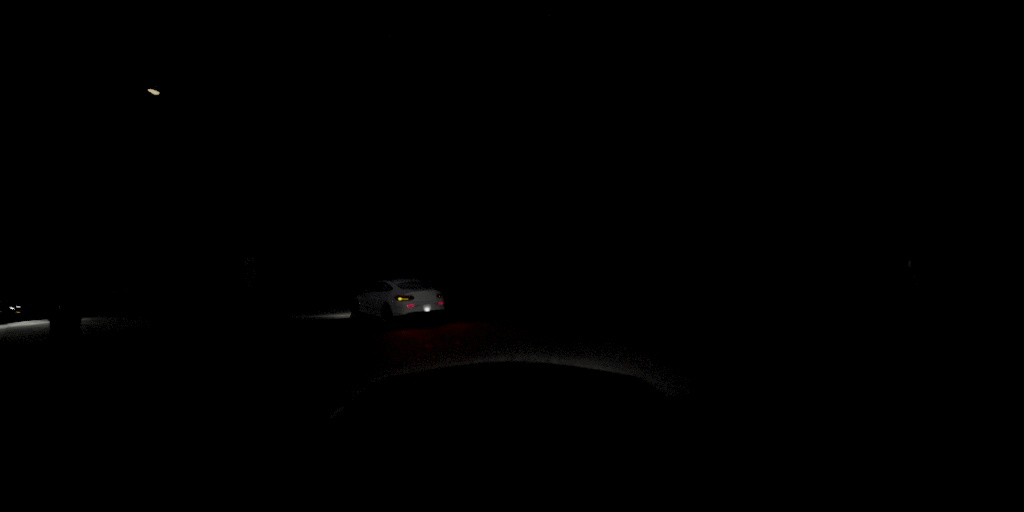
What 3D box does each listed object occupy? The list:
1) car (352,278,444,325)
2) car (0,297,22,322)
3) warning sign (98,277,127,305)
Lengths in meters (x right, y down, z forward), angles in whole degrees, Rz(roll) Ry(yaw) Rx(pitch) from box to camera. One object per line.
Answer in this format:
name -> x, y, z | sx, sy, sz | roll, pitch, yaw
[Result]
car -> -4.127, 1.523, 12.790 | 1.812, 1.442, 4.674 | 1, -4, -41
car -> -24.892, 2.320, 16.260 | 4.892, 1.490, 1.837 | -2, -2, 14
warning sign -> -26.876, 2.314, 24.101 | 1.060, 1.860, 1.300 | 0, 0, 14
